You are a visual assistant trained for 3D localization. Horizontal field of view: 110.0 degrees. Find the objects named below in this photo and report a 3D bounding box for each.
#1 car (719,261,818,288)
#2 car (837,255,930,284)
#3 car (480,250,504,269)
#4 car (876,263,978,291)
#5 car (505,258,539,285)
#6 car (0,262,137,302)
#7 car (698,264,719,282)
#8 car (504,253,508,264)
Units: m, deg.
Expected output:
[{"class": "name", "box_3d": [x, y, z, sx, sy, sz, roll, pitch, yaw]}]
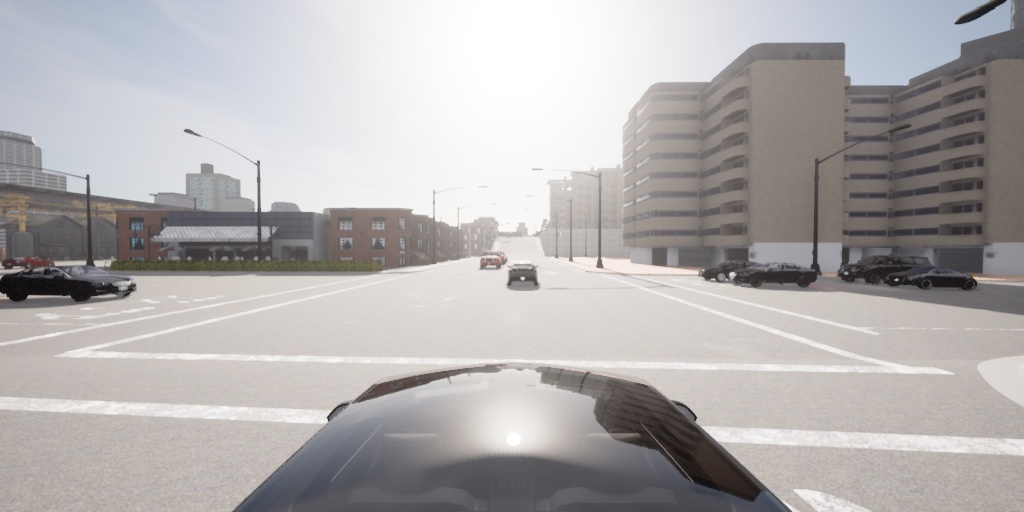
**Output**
[{"class": "car", "box_3d": [16.248, 1.136, 22.471, 4.902, 1.511, 2.128, 1, 1, 0]}, {"class": "car", "box_3d": [26.953, 0.970, 25.921, 5.566, 2.045, 2.150, 1, 1, 0]}, {"class": "car", "box_3d": [-2.447, 0.385, 42.357, 2.150, 2.045, 5.566, 0, 1, 2]}, {"class": "car", "box_3d": [26.078, 1.361, 22.428, 4.181, 1.385, 1.994, 1, 1, 1]}, {"class": "car", "box_3d": [0.719, 1.045, 23.984, 1.837, 1.490, 4.892, 0, 1, 2]}, {"class": "car", "box_3d": [-19.657, 1.164, 15.999, 4.902, 1.511, 2.128, 0, 1, 3]}, {"class": "car", "box_3d": [16.128, 1.080, 25.972, 4.892, 1.490, 1.837, 1, 1, 0]}, {"class": "car", "box_3d": [-2.104, 0.192, 52.576, 2.150, 2.045, 5.566, 0, 1, 3]}]
